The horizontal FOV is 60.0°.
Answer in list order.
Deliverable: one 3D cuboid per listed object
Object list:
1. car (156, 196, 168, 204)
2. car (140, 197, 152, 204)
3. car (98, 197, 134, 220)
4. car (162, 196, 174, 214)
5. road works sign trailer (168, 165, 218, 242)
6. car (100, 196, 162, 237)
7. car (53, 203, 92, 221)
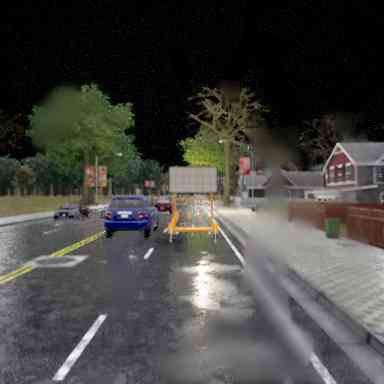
[{"bbox_3d":[-6.231,1.559,69.545,1.882,1.535,5.008,0,0,0],"label":"car"},{"bbox_3d":[-9.484,1.674,68.693,1.895,1.301,4.718,0,0,0],"label":"car"},{"bbox_3d":[-6.488,1.358,28.967,2.097,1.767,4.553,0,0,0],"label":"car"},{"bbox_3d":[-3.011,1.492,36.129,1.882,1.535,5.008,0,0,0],"label":"car"},{"bbox_3d":[0.061,0.464,16.303,2.380,3.560,2.880,0,0,0],"label":"road works sign trailer"},{"bbox_3d":[-3.083,1.219,17.948,2.150,2.045,5.566,0,0,0],"label":"car"},{"bbox_3d":[-9.745,1.569,27.316,1.994,1.385,4.181,0,0,0],"label":"car"}]
